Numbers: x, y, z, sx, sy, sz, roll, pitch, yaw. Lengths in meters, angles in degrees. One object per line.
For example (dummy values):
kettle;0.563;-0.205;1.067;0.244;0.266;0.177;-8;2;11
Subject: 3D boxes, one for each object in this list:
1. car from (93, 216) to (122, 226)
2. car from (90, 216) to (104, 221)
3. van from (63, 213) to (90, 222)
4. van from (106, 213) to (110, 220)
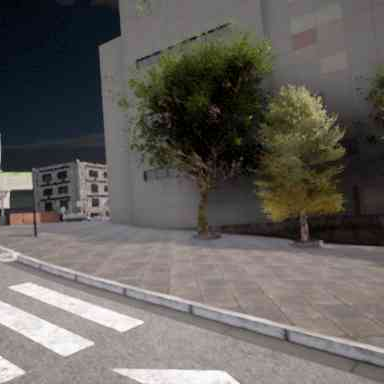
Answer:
car;-16.322;5.624;63.945;5.366;1.575;1.946;-6;-8;26
car;-18.684;5.132;58.768;5.008;1.535;2.097;-6;-7;26
van;-20.022;4.708;56.361;4.442;1.987;1.878;-6;-7;26
van;-9.886;3.272;48.652;4.442;1.987;1.878;-6;-7;26
